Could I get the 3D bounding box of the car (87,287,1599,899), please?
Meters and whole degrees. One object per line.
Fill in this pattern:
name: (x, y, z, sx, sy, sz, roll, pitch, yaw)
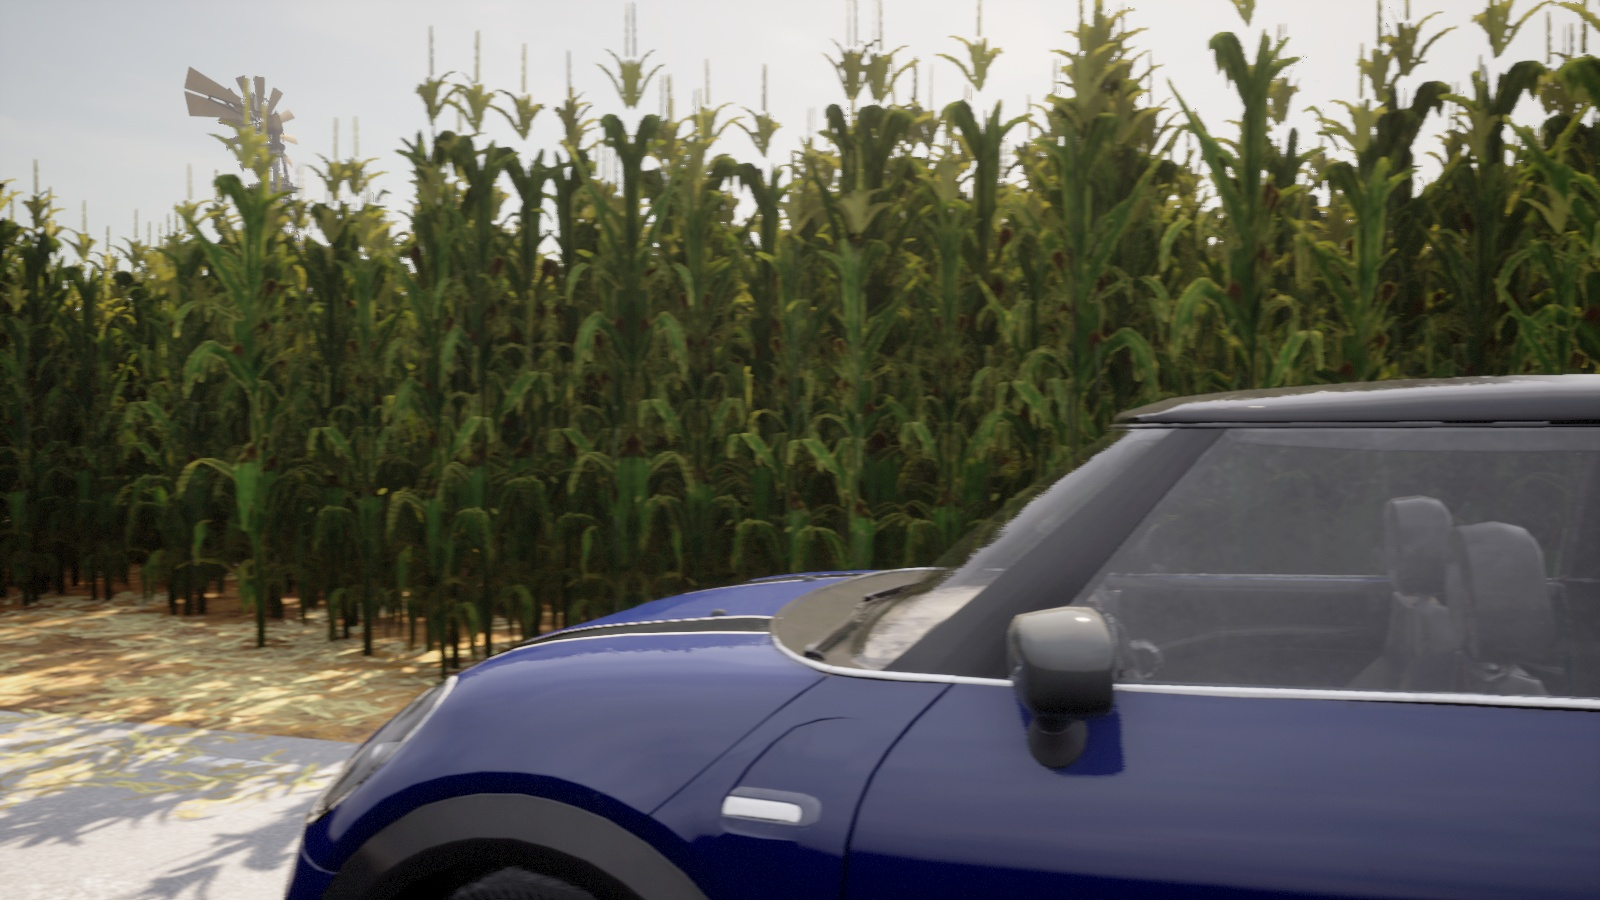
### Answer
car: (1.034, 0.643, 2.843, 4.553, 1.767, 2.097, 1, 1, 19)
